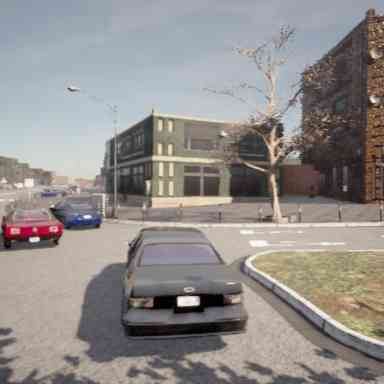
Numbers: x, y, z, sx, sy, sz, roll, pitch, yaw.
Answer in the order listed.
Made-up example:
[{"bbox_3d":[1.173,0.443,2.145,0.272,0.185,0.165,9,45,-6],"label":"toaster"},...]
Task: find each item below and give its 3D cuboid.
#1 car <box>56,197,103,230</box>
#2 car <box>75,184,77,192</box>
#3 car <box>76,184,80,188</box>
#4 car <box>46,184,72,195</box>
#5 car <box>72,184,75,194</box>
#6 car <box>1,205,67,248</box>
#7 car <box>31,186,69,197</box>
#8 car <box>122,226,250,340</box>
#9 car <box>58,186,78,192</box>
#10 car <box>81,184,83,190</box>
[{"bbox_3d":[-6.667,1.187,18.354,1.994,1.385,4.181,0,1,-43],"label":"car"},{"bbox_3d":[-27.195,-0.275,69.371,5.008,1.535,2.097,0,2,-16],"label":"car"},{"bbox_3d":[-28.624,-0.699,74.601,5.566,2.045,2.435,0,2,-16],"label":"car"},{"bbox_3d":[-24.121,-0.059,58.553,4.553,1.767,2.185,0,1,-16],"label":"car"},{"bbox_3d":[-26.374,-0.308,66.583,4.553,1.767,2.185,0,2,-16],"label":"car"},{"bbox_3d":[-6.527,1.301,13.355,1.895,1.301,4.718,0,1,-30],"label":"car"},{"bbox_3d":[-22.714,0.237,53.308,4.792,1.488,2.163,0,1,-16],"label":"car"},{"bbox_3d":[-0.430,1.428,6.827,2.033,1.411,5.357,1,1,-9],"label":"car"},{"bbox_3d":[-31.661,-0.755,85.300,4.674,1.452,2.002,0,2,-16],"label":"car"},{"bbox_3d":[-32.377,-1.130,87.975,5.566,2.045,2.435,0,2,-16],"label":"car"}]
